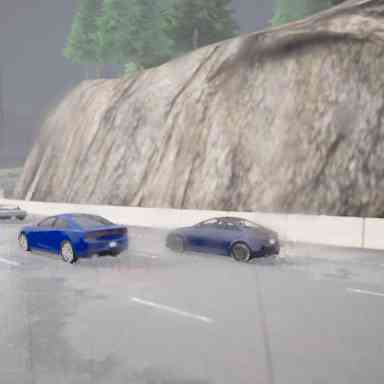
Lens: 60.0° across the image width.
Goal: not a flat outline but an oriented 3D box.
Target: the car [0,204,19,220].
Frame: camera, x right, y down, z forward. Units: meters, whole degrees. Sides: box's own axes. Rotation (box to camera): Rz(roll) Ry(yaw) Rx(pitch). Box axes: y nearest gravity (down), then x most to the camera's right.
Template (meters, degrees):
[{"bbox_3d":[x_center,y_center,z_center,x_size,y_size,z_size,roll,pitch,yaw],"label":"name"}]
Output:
[{"bbox_3d":[-14.740,1.598,26.114,1.895,1.301,4.718,0,0,-45],"label":"car"}]

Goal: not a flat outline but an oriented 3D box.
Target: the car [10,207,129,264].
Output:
[{"bbox_3d":[-4.388,1.481,11.968,5.008,1.535,1.882,0,0,39],"label":"car"}]

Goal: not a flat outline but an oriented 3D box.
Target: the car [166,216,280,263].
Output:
[{"bbox_3d":[1.036,1.579,12.109,4.181,1.385,1.994,0,0,38],"label":"car"}]
